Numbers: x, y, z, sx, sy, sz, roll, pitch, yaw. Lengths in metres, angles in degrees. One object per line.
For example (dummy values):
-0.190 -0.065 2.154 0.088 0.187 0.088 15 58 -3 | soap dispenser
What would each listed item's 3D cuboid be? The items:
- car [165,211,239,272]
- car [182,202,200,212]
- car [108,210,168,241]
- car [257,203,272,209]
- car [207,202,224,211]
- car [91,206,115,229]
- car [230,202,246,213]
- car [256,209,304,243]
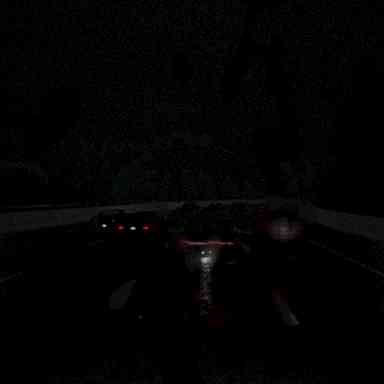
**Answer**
0.548 1.647 11.402 2.128 1.511 4.902 0 -1 4 | car
-0.211 2.179 49.319 1.812 1.442 4.674 0 -1 15 | car
-2.485 1.780 18.032 2.033 1.411 5.357 0 -1 6 | car
10.612 2.246 48.908 1.994 1.385 4.181 0 -1 16 | car
3.491 2.231 49.458 1.994 1.385 4.181 0 -1 16 | car
-5.362 1.899 23.645 1.895 1.301 4.718 0 -1 7 | car
6.676 2.151 48.054 2.128 1.511 4.902 0 -1 15 | car
4.571 1.815 17.711 1.994 1.385 4.181 0 -1 6 | car
